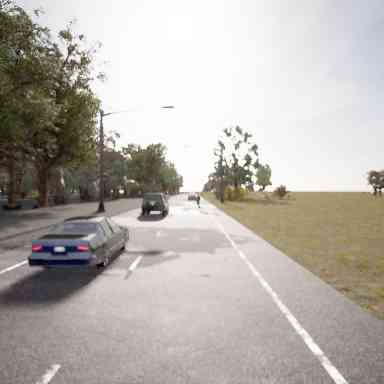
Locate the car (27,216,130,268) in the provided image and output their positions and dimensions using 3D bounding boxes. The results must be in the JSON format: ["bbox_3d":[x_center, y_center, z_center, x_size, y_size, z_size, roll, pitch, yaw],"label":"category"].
[{"bbox_3d":[-3.406,1.504,11.033,2.033,1.411,5.357,0,0,0],"label":"car"}]

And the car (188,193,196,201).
[{"bbox_3d":[-0.002,1.250,75.390,2.033,1.411,5.357,0,0,0],"label":"car"}]

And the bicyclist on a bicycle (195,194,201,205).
[{"bbox_3d":[0.960,1.274,46.829,0.582,1.620,1.656,0,0,0],"label":"bicyclist on a bicycle"}]

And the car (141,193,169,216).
[{"bbox_3d":[-3.403,1.101,31.351,2.150,2.045,5.566,0,0,0],"label":"car"}]

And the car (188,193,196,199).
[{"bbox_3d":[-0.003,1.114,87.800,1.837,1.490,4.892,0,0,0],"label":"car"}]

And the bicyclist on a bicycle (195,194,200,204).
[{"bbox_3d":[0.956,1.219,56.842,0.866,1.612,1.509,0,0,0],"label":"bicyclist on a bicycle"}]
